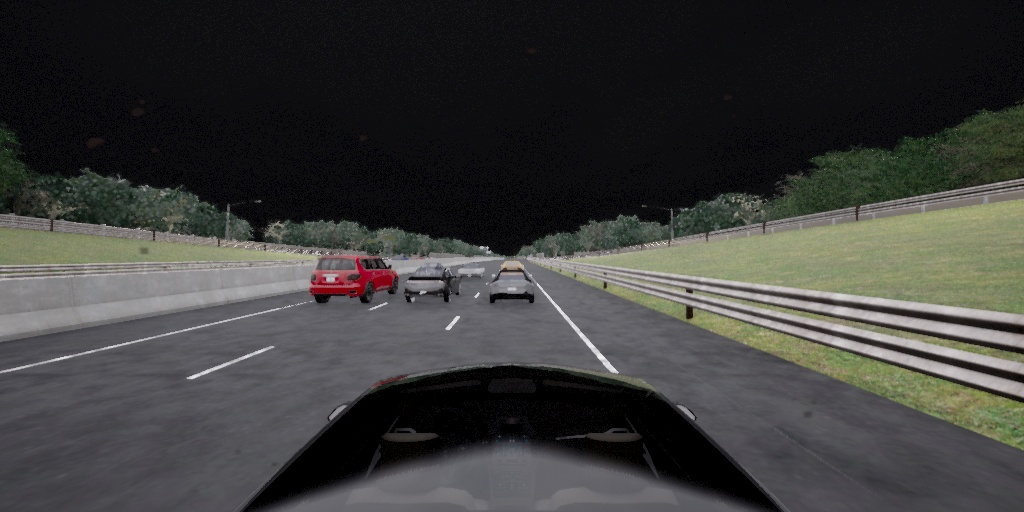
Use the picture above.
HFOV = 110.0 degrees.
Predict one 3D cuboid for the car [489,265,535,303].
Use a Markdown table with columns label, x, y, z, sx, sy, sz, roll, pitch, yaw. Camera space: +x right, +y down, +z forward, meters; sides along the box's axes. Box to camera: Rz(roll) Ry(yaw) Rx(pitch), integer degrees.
| label | x | y | z | sx | sy | sz | roll | pitch | yaw |
| --- | --- | --- | --- | --- | --- | --- | --- | --- | --- |
| car | 0.001 | 1.303 | 16.493 | 1.994 | 1.385 | 4.181 | 0 | 0 | 0 |

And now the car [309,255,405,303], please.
| label | x | y | z | sx | sy | sz | roll | pitch | yaw |
| --- | --- | --- | --- | --- | --- | --- | --- | --- | --- |
| car | -6.999 | 0.988 | 16.529 | 2.150 | 2.045 | 5.566 | 0 | 0 | 0 |

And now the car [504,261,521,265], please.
| label | x | y | z | sx | sy | sz | roll | pitch | yaw |
| --- | --- | --- | --- | --- | --- | --- | --- | --- | --- |
| car | 0.033 | 1.180 | 31.460 | 1.882 | 1.535 | 5.008 | 0 | 0 | 0 |

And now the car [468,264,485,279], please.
| label | x | y | z | sx | sy | sz | roll | pitch | yaw |
| --- | --- | --- | --- | --- | --- | --- | --- | --- | --- |
| car | -3.467 | 1.311 | 31.503 | 1.895 | 1.301 | 4.718 | 0 | 0 | 0 |

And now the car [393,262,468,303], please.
| label | x | y | z | sx | sy | sz | roll | pitch | yaw |
| --- | --- | --- | --- | --- | --- | --- | --- | --- | --- |
| car | -3.499 | 1.226 | 16.496 | 2.128 | 1.511 | 4.902 | 0 | 0 | 0 |
